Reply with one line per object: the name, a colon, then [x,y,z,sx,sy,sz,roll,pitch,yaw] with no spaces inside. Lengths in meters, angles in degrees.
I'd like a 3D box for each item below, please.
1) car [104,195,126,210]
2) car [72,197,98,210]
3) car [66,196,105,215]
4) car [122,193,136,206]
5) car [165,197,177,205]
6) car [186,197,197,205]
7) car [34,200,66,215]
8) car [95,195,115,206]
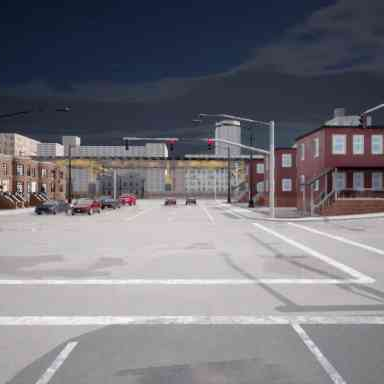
car: [-10.709,1.547,44.363,2.033,1.411,5.357,0,0,0]
car: [-14.211,1.478,44.341,1.882,1.535,5.008,0,0,0]
car: [-10.685,1.478,33.881,1.882,1.535,5.008,0,0,0]
car: [-10.722,1.221,55.060,2.150,2.045,5.566,0,0,1]
car: [-3.562,1.527,56.805,1.812,1.442,4.674,0,-1,0]
car: [-0.168,1.526,58.619,1.812,1.442,4.674,0,0,0]
car: [-14.188,1.547,34.297,2.033,1.411,5.357,0,0,0]
car: [-14.228,1.352,54.613,2.097,1.767,4.553,0,0,0]
